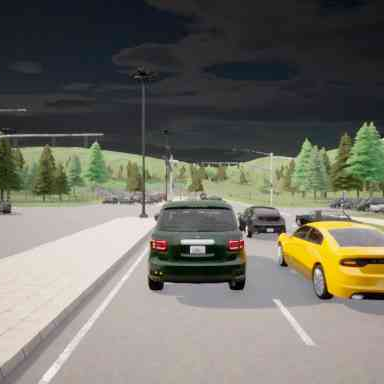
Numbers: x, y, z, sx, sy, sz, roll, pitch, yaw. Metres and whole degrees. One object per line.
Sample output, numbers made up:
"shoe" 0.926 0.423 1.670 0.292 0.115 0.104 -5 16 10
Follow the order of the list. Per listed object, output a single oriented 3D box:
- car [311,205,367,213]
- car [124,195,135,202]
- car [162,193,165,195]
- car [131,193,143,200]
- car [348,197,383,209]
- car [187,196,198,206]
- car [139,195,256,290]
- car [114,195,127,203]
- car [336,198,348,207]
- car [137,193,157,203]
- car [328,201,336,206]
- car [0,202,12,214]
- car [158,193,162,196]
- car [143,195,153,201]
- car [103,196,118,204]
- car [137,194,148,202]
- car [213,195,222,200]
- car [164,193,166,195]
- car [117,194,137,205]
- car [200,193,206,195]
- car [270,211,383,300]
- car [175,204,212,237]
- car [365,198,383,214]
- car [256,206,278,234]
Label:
"car" 7.087 1.601 17.838 1.895 1.301 4.718 0 0 0
"car" -15.074 1.477 80.658 1.882 1.535 5.008 0 0 0
"car" -8.072 1.552 78.106 1.994 1.385 4.181 0 0 0
"car" -15.071 1.224 91.200 2.150 2.045 5.566 0 0 0
"car" 20.803 1.352 37.864 4.553 1.767 2.097 0 0 1
"car" 0.036 1.477 57.540 1.882 1.535 5.008 0 0 0
"car" 0.095 1.221 9.189 2.150 2.045 5.566 0 0 0
"car" -15.064 1.500 70.270 1.837 1.490 4.892 0 0 0
"car" 21.083 1.491 41.362 4.902 1.511 2.128 0 0 1
"car" -8.119 1.491 60.517 2.128 1.511 4.902 0 0 0
"car" 20.796 1.525 44.866 4.674 1.442 1.812 0 0 1
"car" -20.249 1.564 33.032 4.181 1.385 1.994 0 0 0
"car" -8.063 1.355 69.598 2.097 1.767 4.553 0 0 0
"car" -11.580 1.552 88.139 1.994 1.385 4.181 0 0 0
"car" -15.108 1.563 61.597 1.994 1.385 4.181 0 0 0
"car" -11.572 1.355 78.127 2.097 1.767 4.553 0 0 0
"car" 6.923 1.595 90.516 1.895 1.301 4.718 0 0 0
"car" -8.079 1.225 88.598 2.150 2.045 5.566 0 0 0
"car" -11.664 1.525 60.171 1.812 1.442 4.674 0 0 1
"car" 3.421 1.595 88.605 1.895 1.301 4.718 0 0 0
"car" 3.592 1.478 8.442 1.882 1.535 5.008 0 0 0
"car" 0.086 1.505 19.046 1.837 1.490 4.892 0 0 0
"car" 21.018 1.601 34.360 4.718 1.301 1.895 0 0 1
"car" 3.587 1.505 17.666 1.837 1.490 4.892 0 0 0
